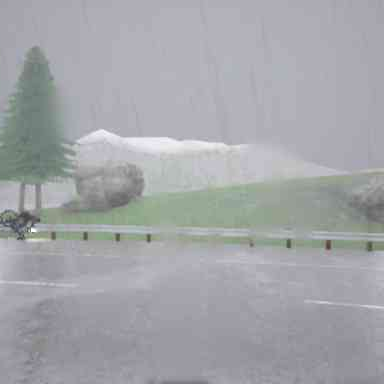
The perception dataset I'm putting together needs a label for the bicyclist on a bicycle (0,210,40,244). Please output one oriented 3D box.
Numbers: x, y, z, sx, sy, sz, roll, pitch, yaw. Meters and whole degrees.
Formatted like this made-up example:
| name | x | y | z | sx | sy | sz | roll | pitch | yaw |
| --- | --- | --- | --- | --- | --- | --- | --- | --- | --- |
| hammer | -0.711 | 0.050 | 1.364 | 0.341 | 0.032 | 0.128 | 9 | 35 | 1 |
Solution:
| name | x | y | z | sx | sy | sz | roll | pitch | yaw |
| --- | --- | --- | --- | --- | --- | --- | --- | --- | --- |
| bicyclist on a bicycle | -7.335 | 1.392 | 14.450 | 0.582 | 1.656 | 1.620 | -2 | 19 | 27 |
